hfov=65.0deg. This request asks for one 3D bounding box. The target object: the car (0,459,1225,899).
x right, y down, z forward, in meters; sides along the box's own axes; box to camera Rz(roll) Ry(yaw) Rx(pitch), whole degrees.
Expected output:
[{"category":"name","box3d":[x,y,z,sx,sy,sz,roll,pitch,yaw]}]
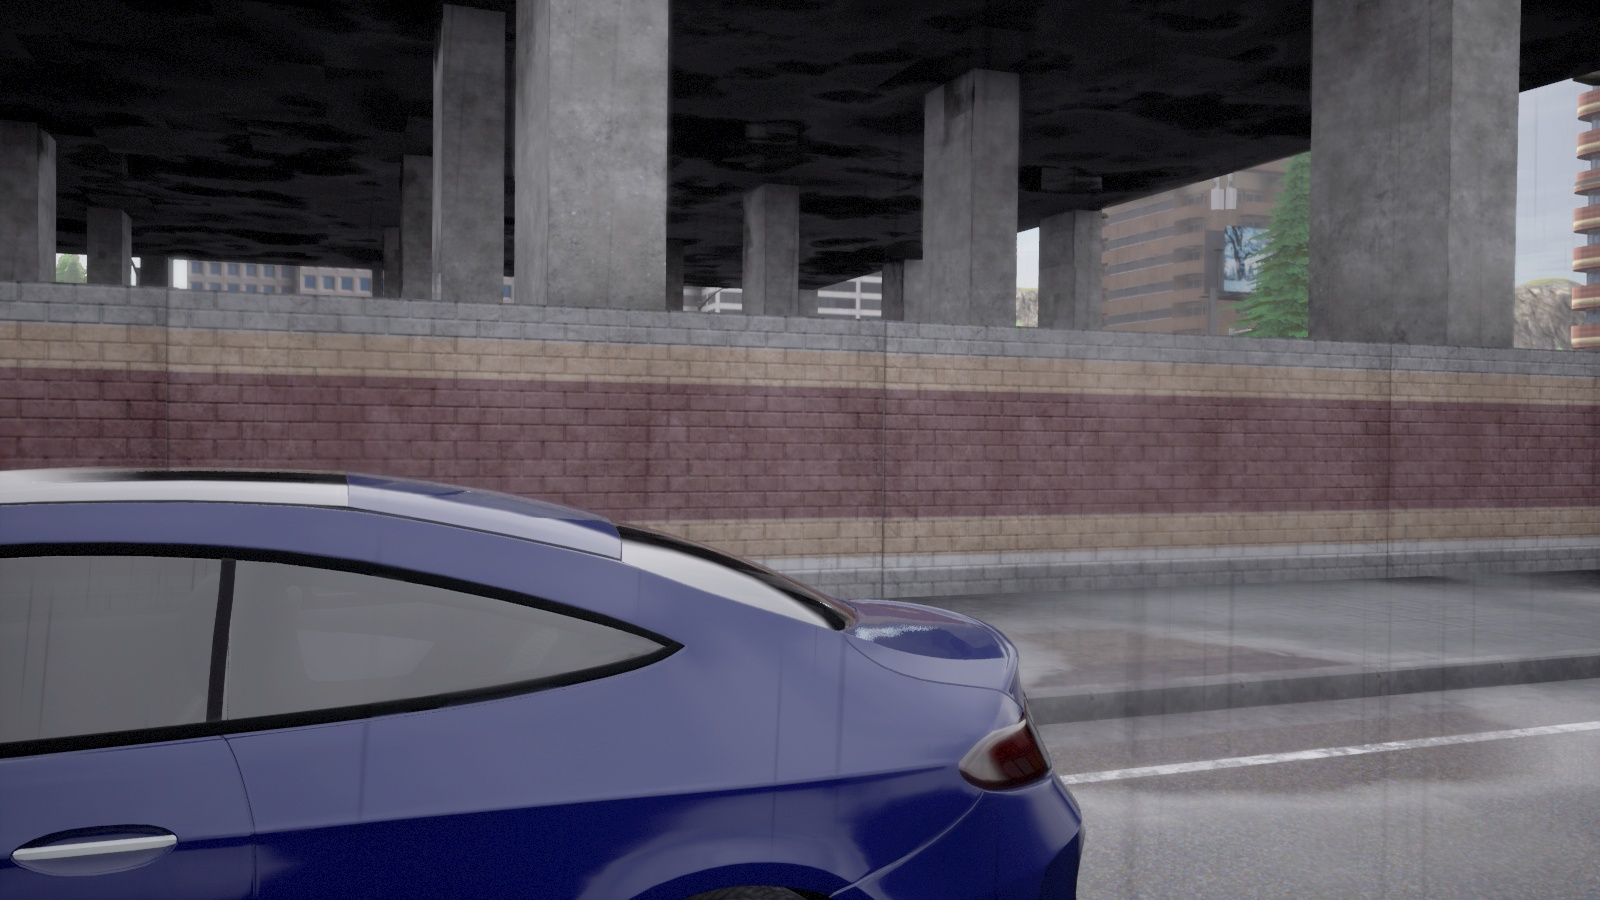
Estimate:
[{"category":"car","box3d":[-1.621,0.799,2.622,4.674,1.442,1.812,-1,1,-21]}]
